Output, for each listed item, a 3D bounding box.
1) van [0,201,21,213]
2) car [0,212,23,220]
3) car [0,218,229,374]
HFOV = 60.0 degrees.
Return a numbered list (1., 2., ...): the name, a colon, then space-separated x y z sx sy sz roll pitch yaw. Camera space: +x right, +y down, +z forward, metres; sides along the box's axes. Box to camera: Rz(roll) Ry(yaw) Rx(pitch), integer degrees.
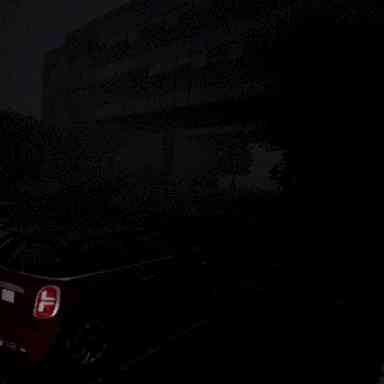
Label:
1. van: -8.030 1.303 10.863 1.878 1.987 4.442 0 0 35
2. car: -5.684 1.520 9.341 2.231 1.521 4.892 0 0 35
3. car: -1.158 1.371 6.068 2.185 1.767 4.553 0 0 36
